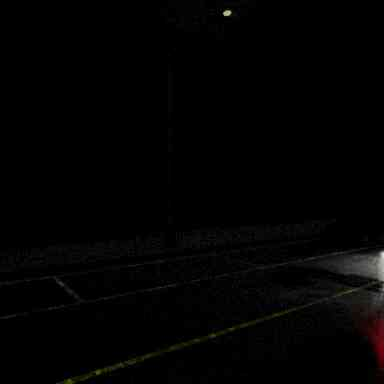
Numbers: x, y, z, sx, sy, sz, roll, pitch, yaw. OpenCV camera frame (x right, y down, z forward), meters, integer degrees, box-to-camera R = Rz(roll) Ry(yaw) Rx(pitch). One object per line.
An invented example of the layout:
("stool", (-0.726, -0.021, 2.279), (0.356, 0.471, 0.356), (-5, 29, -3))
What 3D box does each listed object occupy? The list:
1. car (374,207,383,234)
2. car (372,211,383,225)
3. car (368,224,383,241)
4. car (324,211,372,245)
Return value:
("car", (12.304, 1.525, 18.674), (4.829, 1.417, 1.752), (0, 0, -36))
("car", (9.908, 1.491, 13.848), (4.902, 1.511, 2.128), (0, 0, -35))
("car", (6.255, 1.504, 7.619), (4.892, 1.490, 1.837), (0, 0, -35))
("car", (8.036, 1.566, 15.630), (4.313, 1.339, 1.947), (0, 0, -36))
